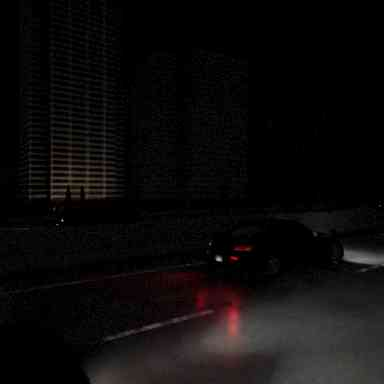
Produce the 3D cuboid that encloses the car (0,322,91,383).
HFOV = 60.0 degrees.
[{"bbox_3d":[-2.899,1.601,1.691,4.718,1.301,1.895,0,0,-35],"label":"car"}]

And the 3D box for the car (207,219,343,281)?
[{"bbox_3d":[2.563,1.525,9.879,4.674,1.442,1.812,0,0,-35],"label":"car"}]

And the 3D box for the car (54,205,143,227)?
[{"bbox_3d":[-5.858,1.549,21.312,5.357,1.411,2.033,0,0,-36],"label":"car"}]

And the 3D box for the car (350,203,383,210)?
[{"bbox_3d":[15.167,1.598,27.712,4.718,1.301,1.895,0,0,-35],"label":"car"}]
